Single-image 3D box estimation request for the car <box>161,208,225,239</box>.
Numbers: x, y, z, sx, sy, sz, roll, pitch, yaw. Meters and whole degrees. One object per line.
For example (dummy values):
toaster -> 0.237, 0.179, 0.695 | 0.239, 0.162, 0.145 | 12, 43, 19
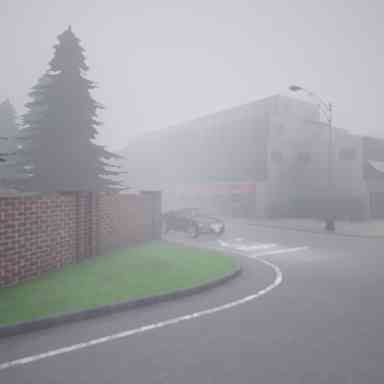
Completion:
car -> -0.117, 1.665, 18.938 | 2.128, 1.511, 4.902 | 0, 0, -35
